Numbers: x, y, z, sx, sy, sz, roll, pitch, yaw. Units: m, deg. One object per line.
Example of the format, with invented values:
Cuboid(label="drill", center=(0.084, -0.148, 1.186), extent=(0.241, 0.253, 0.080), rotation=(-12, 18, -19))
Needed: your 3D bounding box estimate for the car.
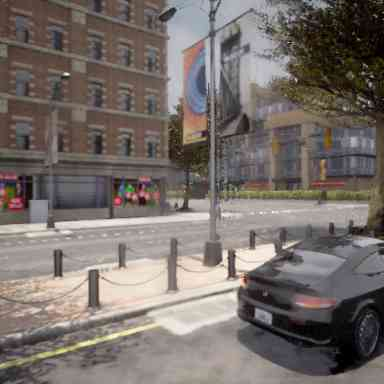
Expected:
Cuboid(label="car", center=(2.849, 1.495, 5.831), extent=(4.674, 1.442, 1.812), rotation=(-1, 0, -35))
